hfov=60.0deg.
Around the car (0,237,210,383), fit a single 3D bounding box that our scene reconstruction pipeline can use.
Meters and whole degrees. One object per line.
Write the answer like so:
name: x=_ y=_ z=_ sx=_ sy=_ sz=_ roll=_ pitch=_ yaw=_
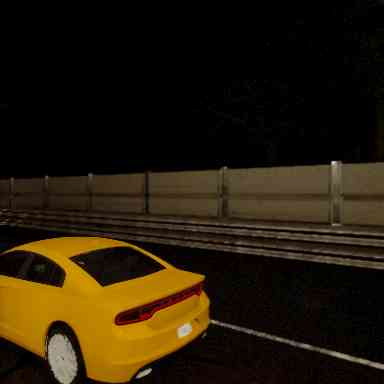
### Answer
car: x=-2.101 y=1.478 z=5.367 sx=5.008 sy=1.535 sz=1.882 roll=0 pitch=0 yaw=36
